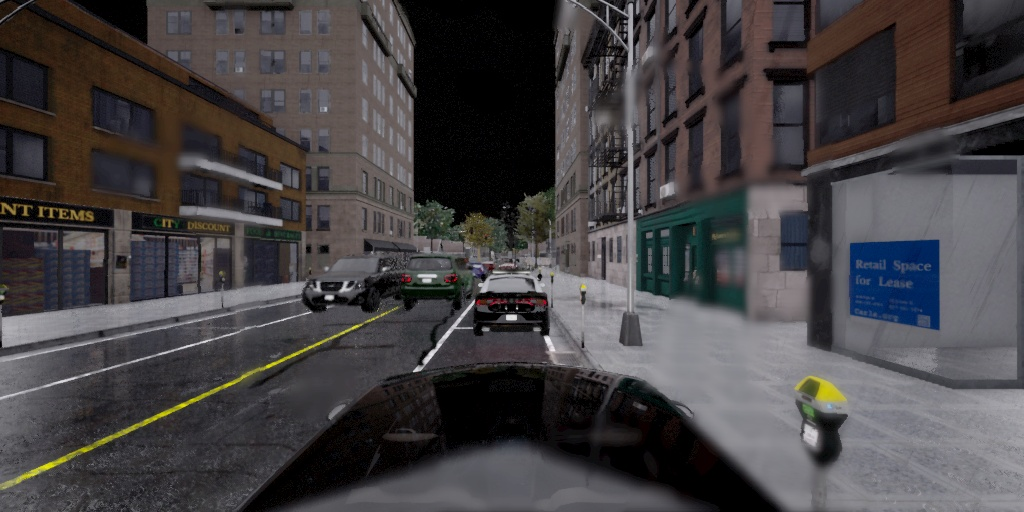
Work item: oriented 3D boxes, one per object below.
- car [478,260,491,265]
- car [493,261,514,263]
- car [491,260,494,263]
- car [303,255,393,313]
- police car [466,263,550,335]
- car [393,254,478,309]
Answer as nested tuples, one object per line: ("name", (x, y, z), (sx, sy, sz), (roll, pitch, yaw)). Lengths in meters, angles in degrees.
("car", (-3.025, 1.282, 29.925), (1.812, 1.442, 4.674), (0, 0, 0))
("car", (-0.383, 1.281, 29.411), (1.751, 1.417, 4.829), (0, 0, 0))
("car", (-2.922, 1.244, 43.271), (1.882, 1.535, 5.008), (0, 0, 0))
("car", (-5.868, 0.971, 14.291), (2.150, 2.045, 5.566), (0, 0, 0))
("police car", (-0.012, 1.175, 10.610), (1.930, 1.638, 5.238), (0, 0, 0))
("car", (-2.922, 0.968, 15.094), (2.150, 2.045, 5.566), (0, -1, 0))
